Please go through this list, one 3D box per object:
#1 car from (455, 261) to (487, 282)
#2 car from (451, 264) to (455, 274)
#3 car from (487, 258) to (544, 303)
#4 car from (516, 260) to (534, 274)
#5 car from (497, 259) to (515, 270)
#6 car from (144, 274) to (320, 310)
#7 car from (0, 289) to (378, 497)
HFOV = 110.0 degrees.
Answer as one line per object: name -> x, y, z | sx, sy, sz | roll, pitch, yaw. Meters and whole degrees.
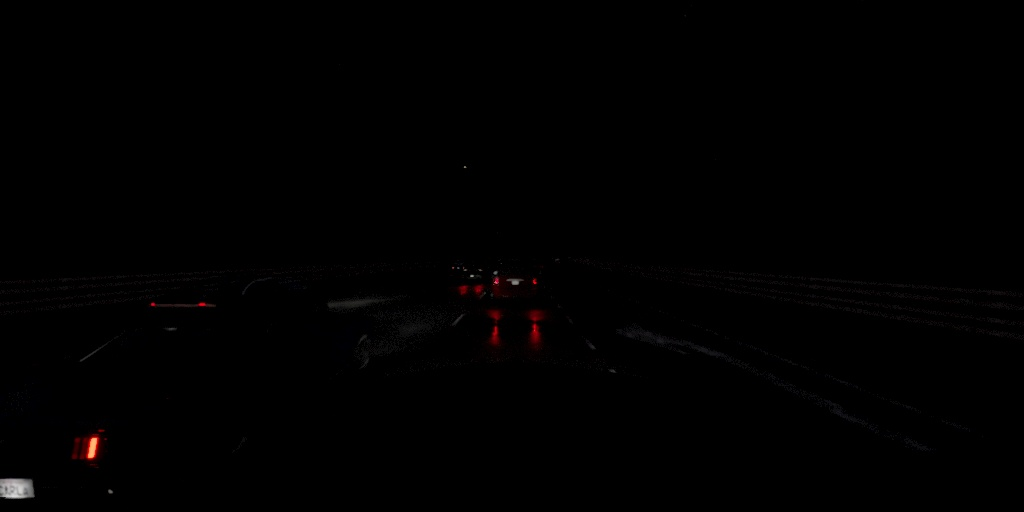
car -> -2.793, 1.253, 28.726 | 2.128, 1.511, 4.902 | 0, 0, 3
car -> -5.502, 1.314, 40.665 | 2.033, 1.411, 5.357 | 0, 0, 5
car -> 0.203, 1.109, 16.698 | 2.097, 1.767, 4.553 | 0, 0, 2
car -> 1.603, 1.280, 41.710 | 1.837, 1.490, 4.892 | 0, 0, 5
car -> -0.783, 1.271, 53.633 | 2.128, 1.511, 4.902 | 0, 0, 6
car -> -6.944, 1.239, 9.721 | 2.128, 1.511, 4.902 | 0, 0, 1
car -> -3.497, 1.349, 4.746 | 1.895, 1.301, 4.718 | 0, 0, 0
